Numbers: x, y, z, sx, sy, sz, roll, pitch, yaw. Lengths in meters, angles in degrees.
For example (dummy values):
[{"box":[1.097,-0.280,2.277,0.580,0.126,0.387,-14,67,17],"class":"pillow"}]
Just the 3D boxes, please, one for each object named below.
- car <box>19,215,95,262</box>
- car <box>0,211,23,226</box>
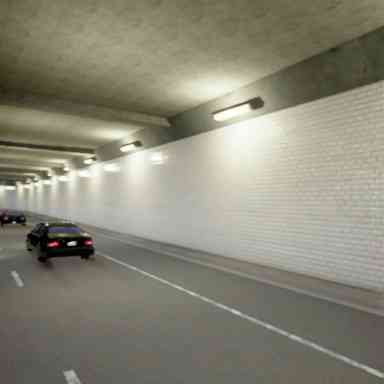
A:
[{"box":[-5.636,1.925,13.863,2.033,1.411,5.357,2,-2,-33],"class":"car"},{"box":[-16.187,2.331,29.882,1.895,1.301,4.718,2,-2,-33],"class":"car"}]
